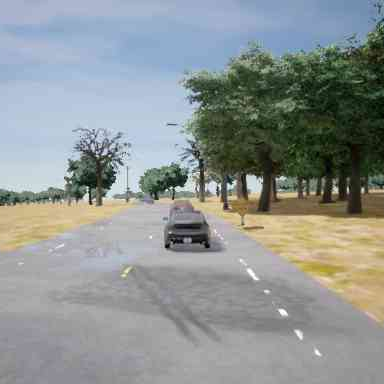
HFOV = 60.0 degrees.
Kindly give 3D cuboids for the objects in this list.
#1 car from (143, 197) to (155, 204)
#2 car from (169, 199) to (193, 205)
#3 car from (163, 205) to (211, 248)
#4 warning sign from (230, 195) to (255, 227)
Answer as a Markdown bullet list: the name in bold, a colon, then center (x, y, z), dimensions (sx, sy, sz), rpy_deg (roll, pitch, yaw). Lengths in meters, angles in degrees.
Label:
- **car**: center (-9.552, 1.944, 76.038), dimensions (2.033, 1.411, 5.357), rpy_deg (0, -1, -9)
- **car**: center (-0.928, 1.434, 29.767), dimensions (2.097, 1.767, 4.553), rpy_deg (0, 0, -4)
- **car**: center (-0.233, 1.535, 14.745), dimensions (1.837, 1.490, 4.892), rpy_deg (0, 0, -2)
- **warning sign**: center (3.076, 1.154, 20.380), dimensions (1.300, 1.860, 1.060), rpy_deg (-2, -2, -3)
